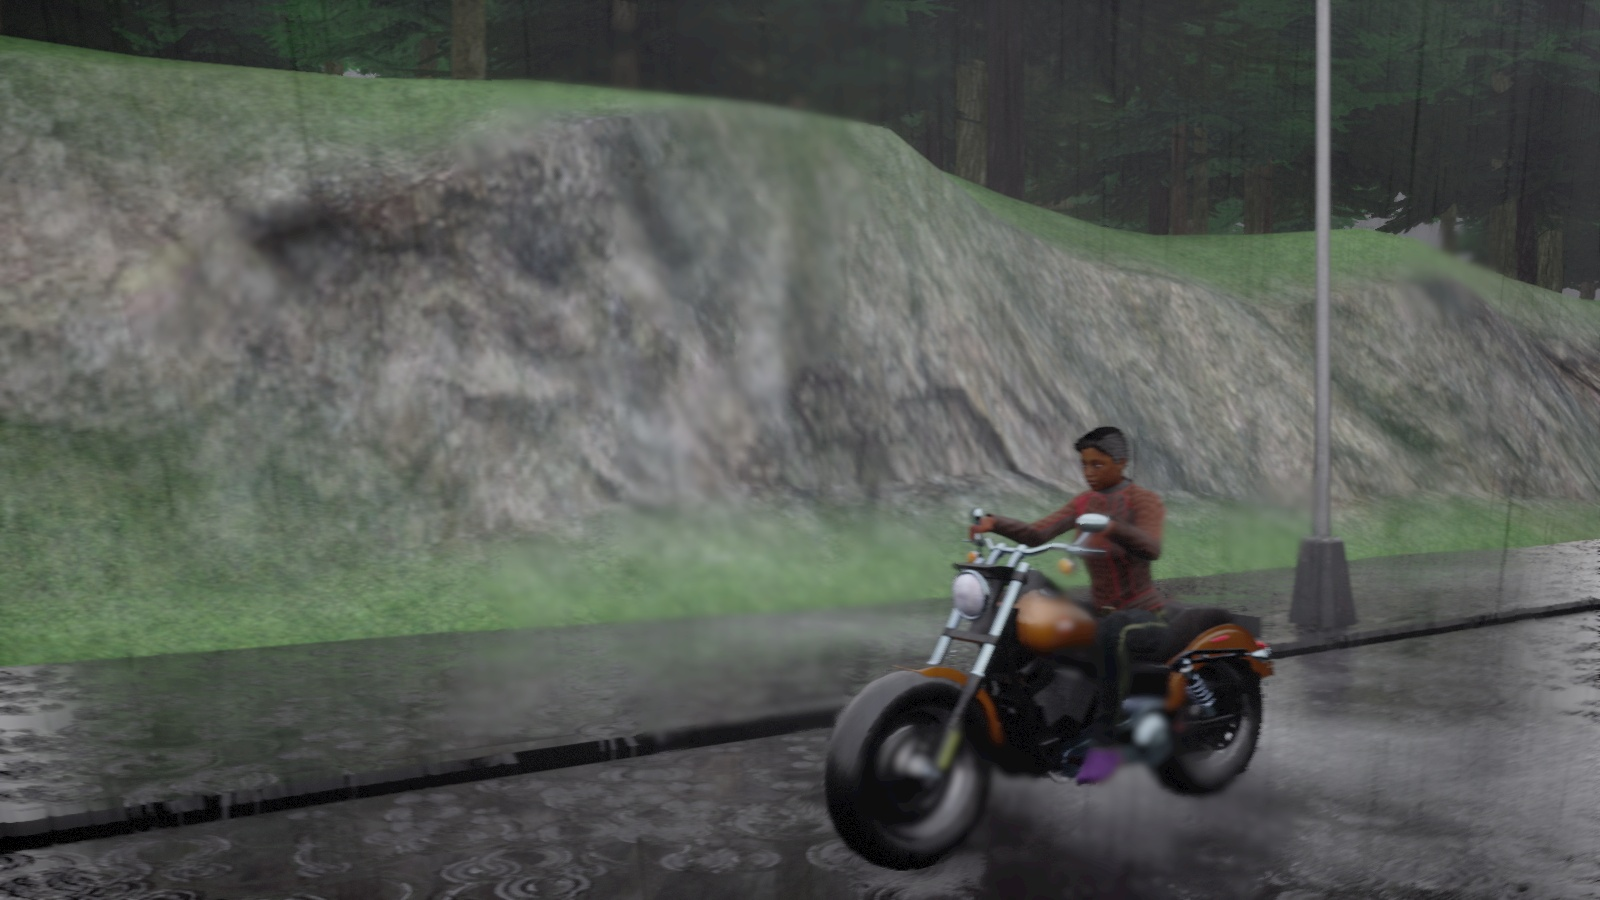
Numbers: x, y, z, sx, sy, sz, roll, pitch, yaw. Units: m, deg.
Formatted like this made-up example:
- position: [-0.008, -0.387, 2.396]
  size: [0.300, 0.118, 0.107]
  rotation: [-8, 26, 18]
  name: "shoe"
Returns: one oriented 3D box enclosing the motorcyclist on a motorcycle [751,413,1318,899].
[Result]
- position: [1.008, 0.705, 4.970]
  size: [2.350, 1.649, 0.766]
  rotation: [0, 0, -35]
  name: "motorcyclist on a motorcycle"
